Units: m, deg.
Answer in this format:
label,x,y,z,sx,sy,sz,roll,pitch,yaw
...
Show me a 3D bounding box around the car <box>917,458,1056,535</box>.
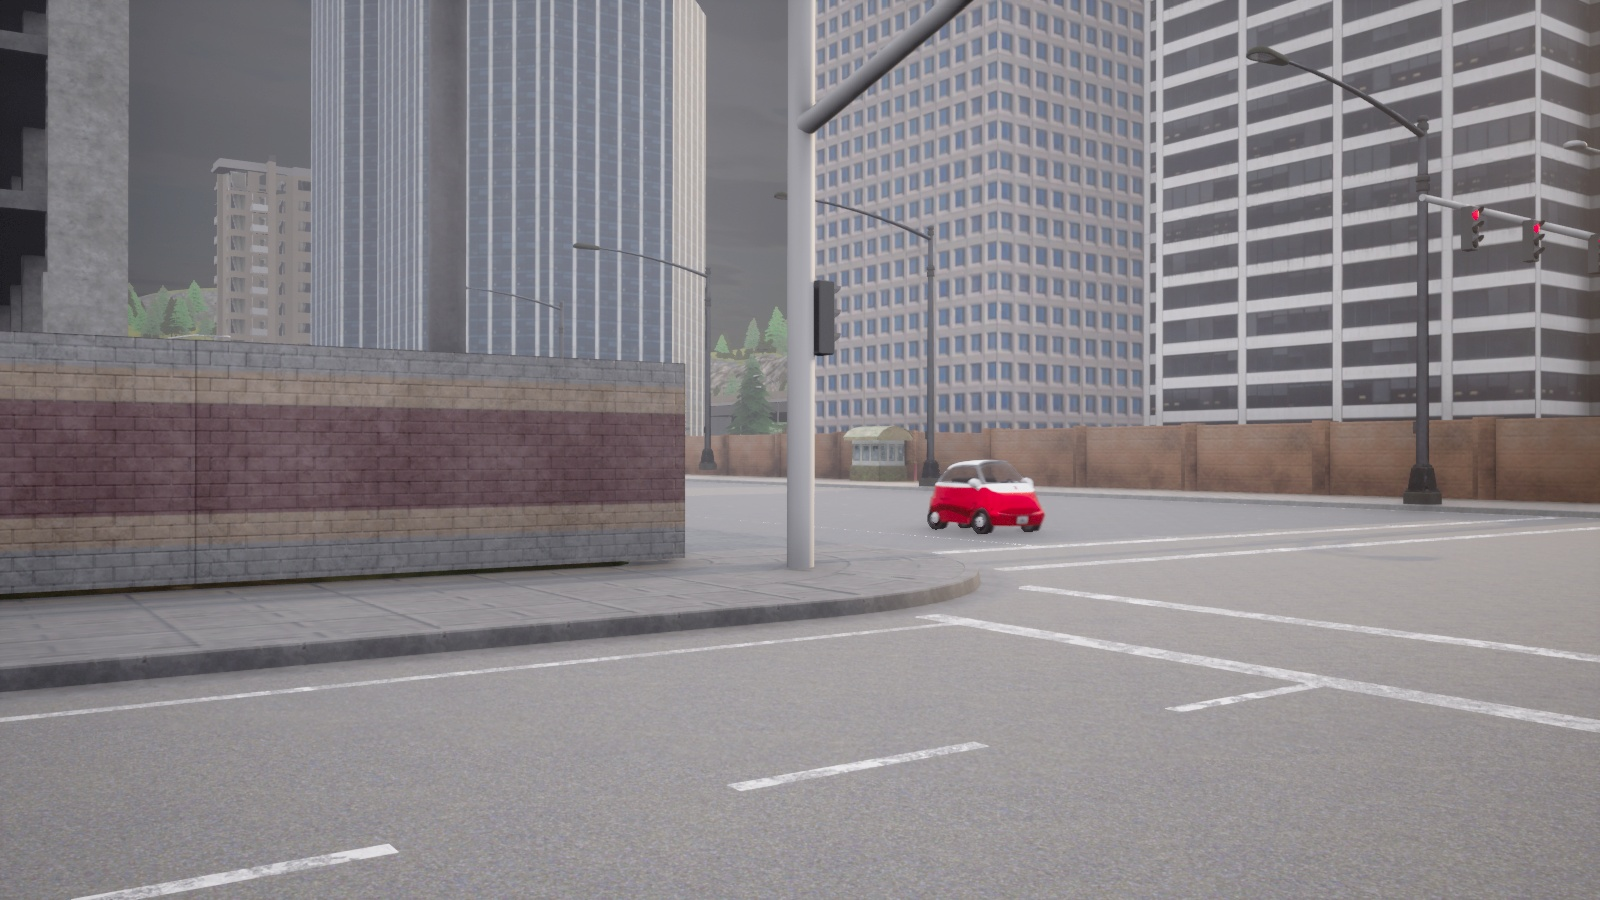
label,x,y,z,sx,sy,sz,roll,pitch,yaw
car,3.505,0.850,23.798,1.481,1.376,2.207,0,-1,-35
